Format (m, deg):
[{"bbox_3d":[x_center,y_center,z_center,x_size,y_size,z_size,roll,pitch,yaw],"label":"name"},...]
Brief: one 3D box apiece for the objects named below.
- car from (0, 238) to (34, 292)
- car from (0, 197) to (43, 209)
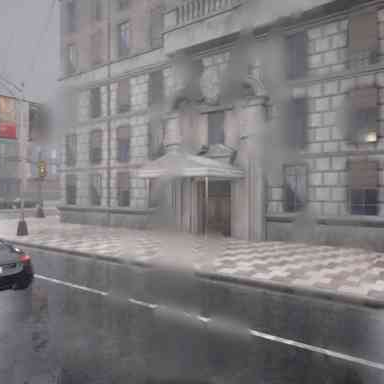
[{"bbox_3d":[-5.605,1.564,7.842,4.181,1.385,1.994,0,0,35],"label":"car"},{"bbox_3d":[-22.128,1.478,43.622,1.882,1.535,5.008,0,0,35],"label":"car"}]
